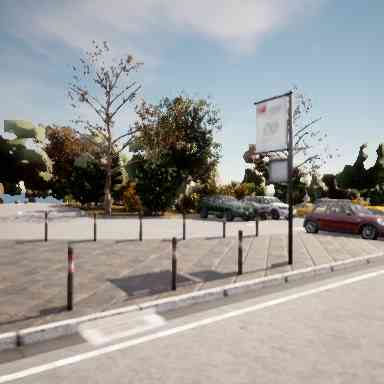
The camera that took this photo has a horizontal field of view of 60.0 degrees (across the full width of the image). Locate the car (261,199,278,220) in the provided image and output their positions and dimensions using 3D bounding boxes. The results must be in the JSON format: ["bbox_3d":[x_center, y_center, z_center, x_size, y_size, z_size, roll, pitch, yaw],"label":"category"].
[{"bbox_3d":[4.817,1.620,29.713,2.231,1.521,4.892,2,-1,-36],"label":"car"}]

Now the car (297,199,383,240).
[{"bbox_3d":[8.098,1.381,16.977,2.185,1.767,4.553,2,-1,-36],"label":"car"}]

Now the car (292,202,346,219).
[{"bbox_3d":[13.760,1.949,36.401,1.946,1.575,5.366,3,-1,-36],"label":"car"}]

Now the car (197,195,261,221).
[{"bbox_3d":[2.677,1.304,28.129,2.435,2.045,5.566,2,-1,-36],"label":"car"}]

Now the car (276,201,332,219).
[{"bbox_3d":[11.601,1.858,34.848,1.946,1.575,5.366,2,-1,-36],"label":"car"}]

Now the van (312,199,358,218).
[{"bbox_3d":[16.209,1.828,37.792,1.878,1.987,4.442,3,-1,-36],"label":"van"}]

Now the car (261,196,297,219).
[{"bbox_3d":[7.094,1.437,31.340,2.435,2.045,5.566,2,-1,-36],"label":"car"}]
